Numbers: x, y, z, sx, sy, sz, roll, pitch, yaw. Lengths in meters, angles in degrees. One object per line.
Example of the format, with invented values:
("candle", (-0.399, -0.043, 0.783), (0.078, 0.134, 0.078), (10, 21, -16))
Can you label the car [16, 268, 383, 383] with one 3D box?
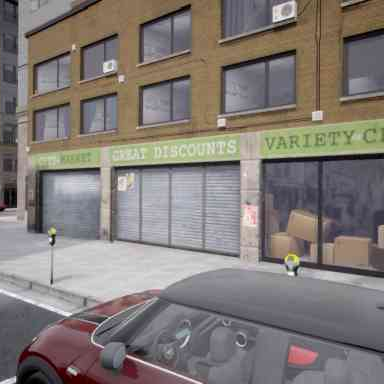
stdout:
("car", (0.240, 1.440, 2.894), (4.097, 1.590, 1.967), (0, 1, 35))

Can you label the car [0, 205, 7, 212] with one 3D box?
("car", (-19.429, 1.458, 29.774), (1.895, 1.301, 4.718), (1, 1, 34))
